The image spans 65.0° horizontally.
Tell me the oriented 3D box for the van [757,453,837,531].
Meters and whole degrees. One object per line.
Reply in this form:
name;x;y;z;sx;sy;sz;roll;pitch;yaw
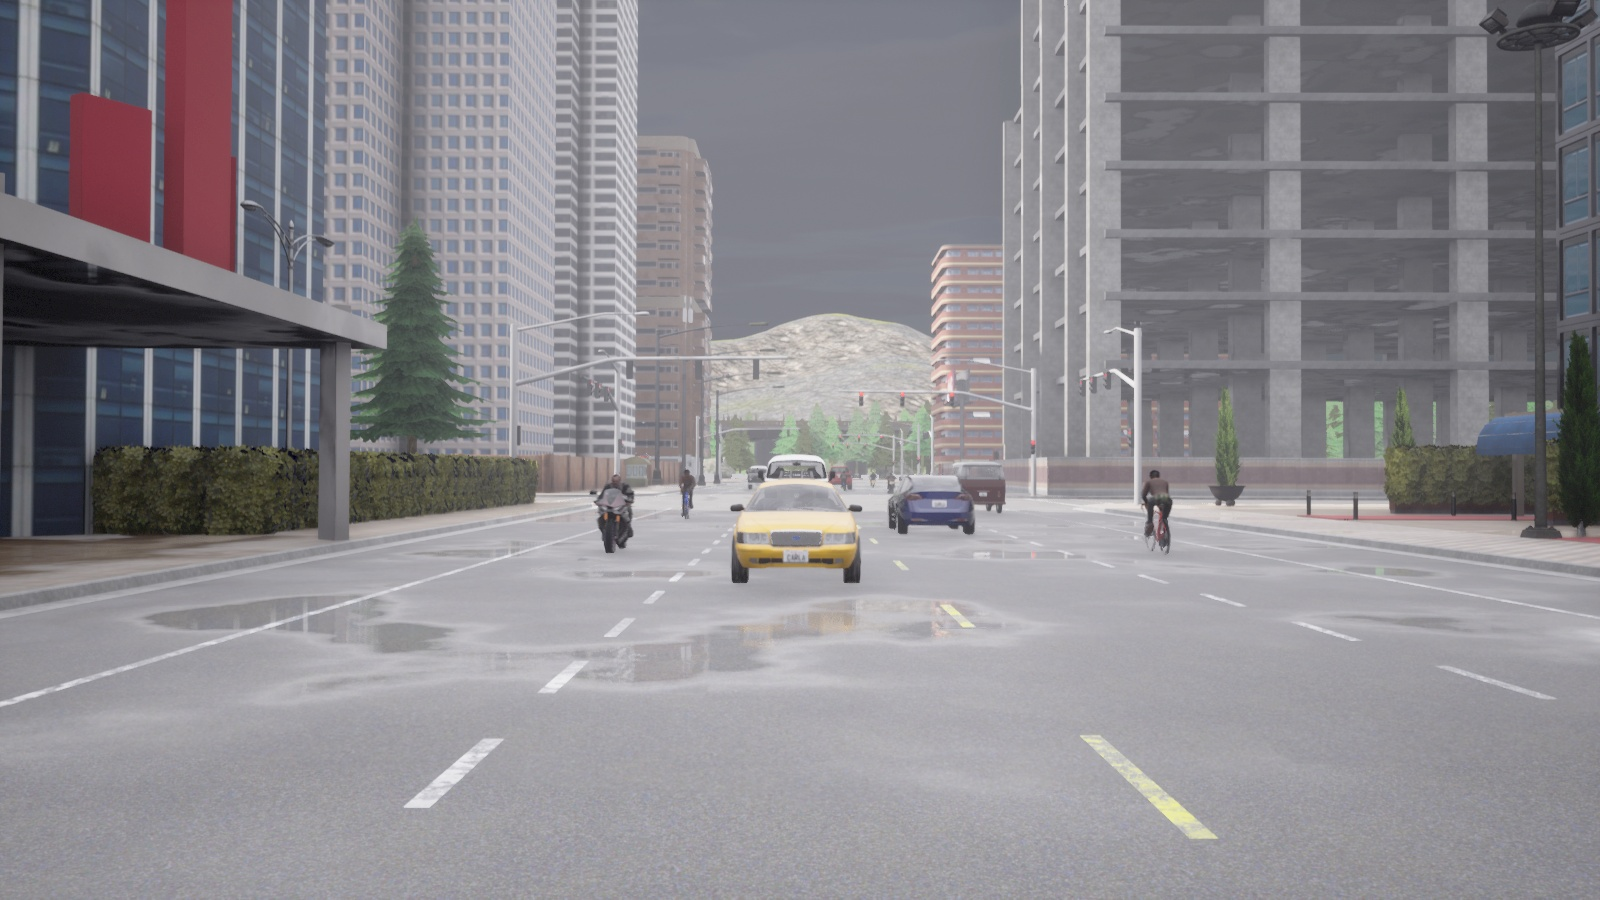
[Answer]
van;-0.088;1.131;34.965;2.069;2.038;4.480;0;-1;0

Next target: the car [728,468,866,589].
car;-0.048;1.079;19.177;1.801;1.575;5.366;0;-1;0

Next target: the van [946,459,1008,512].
van;6.875;1.373;49.162;1.775;1.987;4.442;0;-1;0

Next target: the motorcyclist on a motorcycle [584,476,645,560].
motorcyclist on a motorcycle;-3.560;1.276;24.324;0.866;1.530;2.191;0;-1;0

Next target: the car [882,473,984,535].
car;3.418;1.363;33.155;2.163;1.488;4.792;0;-1;0

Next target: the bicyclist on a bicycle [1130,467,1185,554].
bicyclist on a bicycle;6.939;1.154;24.443;0.582;1.620;1.656;0;-1;0
